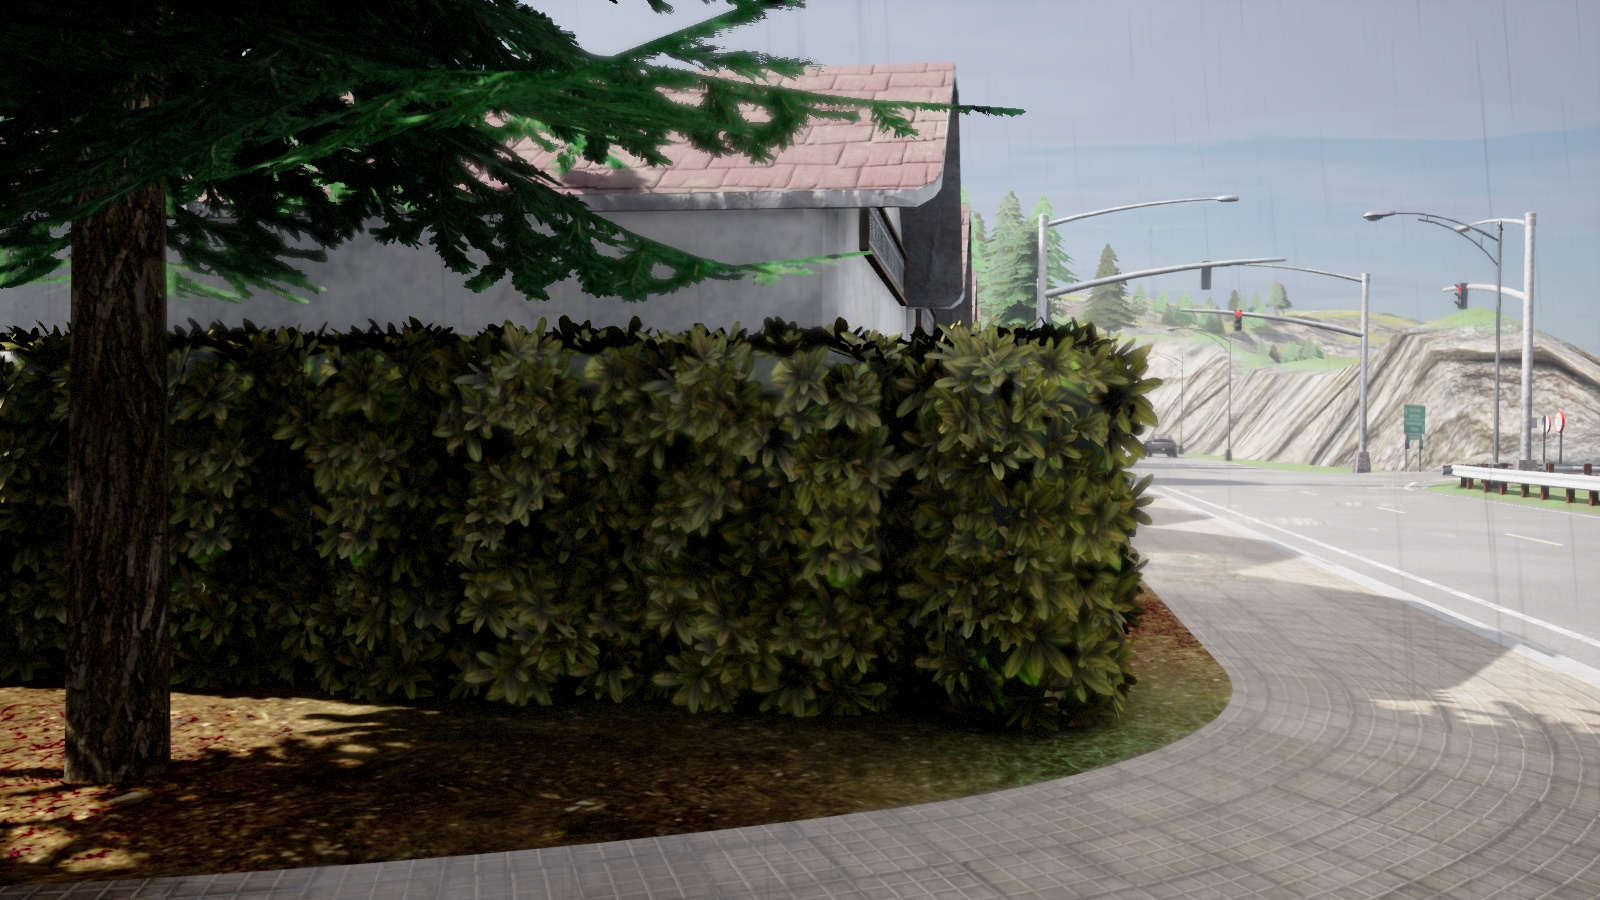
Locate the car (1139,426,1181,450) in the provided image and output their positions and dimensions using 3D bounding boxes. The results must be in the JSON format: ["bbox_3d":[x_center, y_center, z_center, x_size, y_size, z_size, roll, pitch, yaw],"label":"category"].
[{"bbox_3d":[23.599,-0.828,82.491,2.128,1.511,4.902,0,1,9],"label":"car"}]
